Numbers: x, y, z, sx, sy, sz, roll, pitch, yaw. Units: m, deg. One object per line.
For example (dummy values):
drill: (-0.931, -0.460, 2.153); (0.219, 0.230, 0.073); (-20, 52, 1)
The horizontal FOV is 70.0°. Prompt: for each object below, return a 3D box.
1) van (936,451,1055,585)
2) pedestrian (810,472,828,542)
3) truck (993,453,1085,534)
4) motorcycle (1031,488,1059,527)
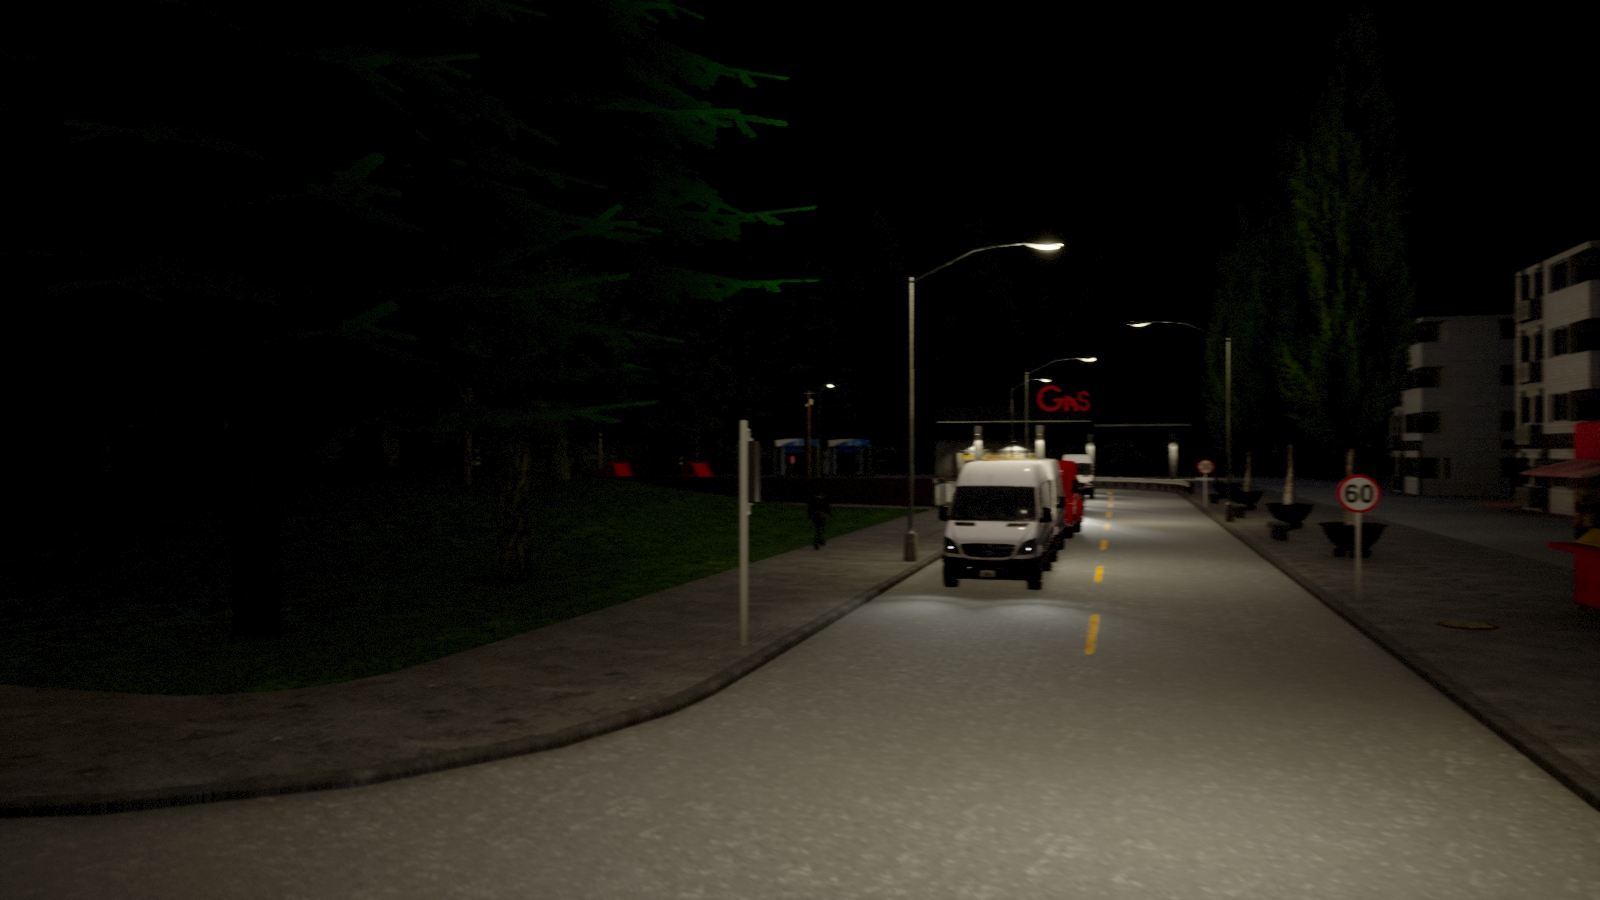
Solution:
van: (4.428, 1.317, 25.108); (1.988, 2.561, 5.915); (0, 0, 16)
pedestrian: (0.514, 1.534, 30.706); (0.375, 1.860, 0.375); (0, 0, 16)
truck: (8.010, 1.350, 37.856); (2.627, 2.467, 5.204); (0, 0, 16)
motorcycle: (8.446, 1.964, 39.339); (0.856, 1.236, 1.805); (0, 0, 16)
